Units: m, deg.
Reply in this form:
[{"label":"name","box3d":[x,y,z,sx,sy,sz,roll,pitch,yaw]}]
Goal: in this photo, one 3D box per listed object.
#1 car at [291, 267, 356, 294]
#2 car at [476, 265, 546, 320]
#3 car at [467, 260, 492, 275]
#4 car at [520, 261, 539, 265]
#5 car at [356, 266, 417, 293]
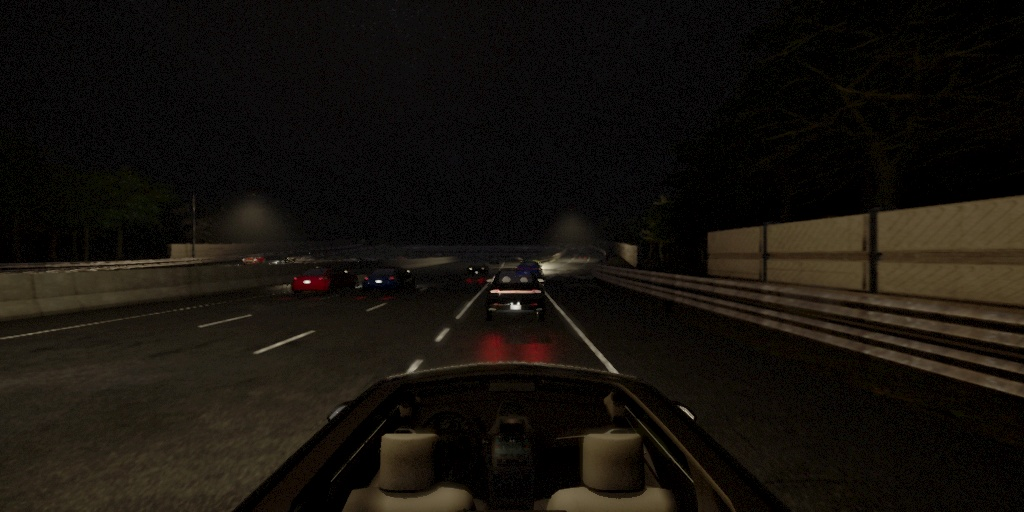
[{"label":"car","box3d":[-10.374,1.280,20.179,1.994,1.385,4.181,0,0,0]},{"label":"car","box3d":[0.119,1.222,12.516,2.128,1.511,4.902,0,0,0]},{"label":"car","box3d":[-3.456,1.287,37.323,1.895,1.301,4.718,0,0,0]},{"label":"car","box3d":[1.561,1.182,30.930,1.882,1.535,5.008,0,0,10]},{"label":"car","box3d":[-6.873,1.280,20.477,1.994,1.385,4.181,0,0,0]}]
